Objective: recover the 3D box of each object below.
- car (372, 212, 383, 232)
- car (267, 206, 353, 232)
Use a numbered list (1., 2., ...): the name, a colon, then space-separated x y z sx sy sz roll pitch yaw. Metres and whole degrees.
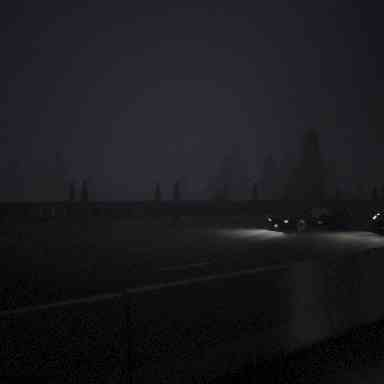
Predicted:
1. car: 12.151 1.338 18.256 4.553 1.767 2.097 0 0 -23
2. car: 7.125 1.522 19.876 5.357 1.411 2.033 0 0 -26
